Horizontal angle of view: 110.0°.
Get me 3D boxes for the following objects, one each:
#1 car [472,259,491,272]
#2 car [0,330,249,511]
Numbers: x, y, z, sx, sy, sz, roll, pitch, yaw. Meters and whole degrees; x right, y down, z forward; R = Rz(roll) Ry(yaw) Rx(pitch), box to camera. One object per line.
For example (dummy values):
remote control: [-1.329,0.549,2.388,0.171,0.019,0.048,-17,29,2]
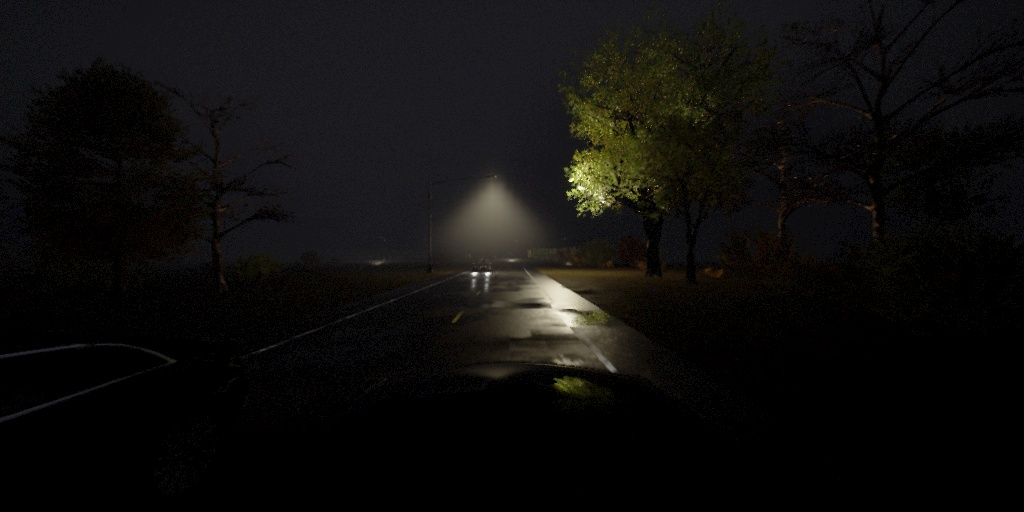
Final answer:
car: [-3.571,1.103,42.685,1.837,1.490,4.892,0,1,0]
car: [-3.599,1.242,1.592,2.128,1.511,4.902,0,0,0]
